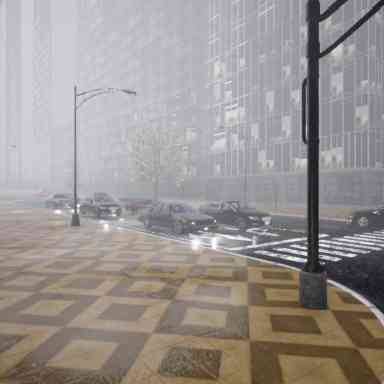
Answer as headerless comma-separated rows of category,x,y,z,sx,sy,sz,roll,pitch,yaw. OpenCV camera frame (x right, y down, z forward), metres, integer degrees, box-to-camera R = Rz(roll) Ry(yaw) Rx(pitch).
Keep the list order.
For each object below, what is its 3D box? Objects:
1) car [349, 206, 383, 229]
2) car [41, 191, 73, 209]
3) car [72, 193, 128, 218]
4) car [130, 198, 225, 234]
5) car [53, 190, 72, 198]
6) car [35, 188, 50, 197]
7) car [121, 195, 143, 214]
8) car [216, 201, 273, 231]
car,11.324,1.372,18.288,4.892,1.490,1.837,2,4,41
car,-13.382,0.902,33.531,1.812,1.442,4.674,0,1,-38
car,-7.049,1.056,25.428,2.128,1.511,4.902,0,1,-38
car,-0.974,1.292,17.688,2.033,1.411,5.357,0,1,-38
car,-25.378,0.316,65.041,2.033,1.411,5.357,0,1,-38
car,-28.478,0.110,63.731,2.097,1.767,4.553,0,1,-38
car,-3.416,1.193,26.063,1.895,1.301,4.718,0,1,-38
car,2.309,1.254,18.772,2.128,1.511,4.902,0,1,-38
